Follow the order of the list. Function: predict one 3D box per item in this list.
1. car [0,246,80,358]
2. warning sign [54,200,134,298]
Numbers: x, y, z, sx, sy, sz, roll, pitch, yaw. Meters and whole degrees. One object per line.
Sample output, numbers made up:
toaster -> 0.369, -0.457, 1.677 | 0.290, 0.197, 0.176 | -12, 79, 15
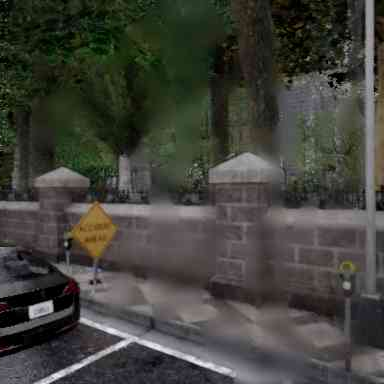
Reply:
car -> -3.673, 1.587, 5.584 | 4.313, 1.339, 1.947 | 0, 0, 36
warning sign -> -2.126, 1.136, 7.312 | 1.060, 1.860, 1.300 | 0, 0, 36
